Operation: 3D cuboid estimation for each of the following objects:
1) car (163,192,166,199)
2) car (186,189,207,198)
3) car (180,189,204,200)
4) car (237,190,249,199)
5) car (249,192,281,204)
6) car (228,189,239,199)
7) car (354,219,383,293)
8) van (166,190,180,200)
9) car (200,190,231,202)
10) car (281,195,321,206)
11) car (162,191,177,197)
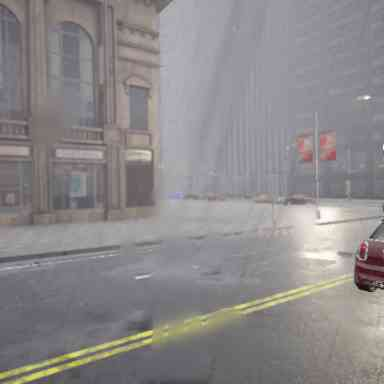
[{"bbox_3d":[-5.992,0.730,68.725,2.008,1.369,4.403,-1,1,-36],"label":"car"},{"bbox_3d":[0.919,0.299,73.708,2.192,1.841,5.009,-1,1,-36],"label":"car"},{"bbox_3d":[0.594,0.599,59.602,2.192,1.841,5.009,-1,1,-36],"label":"car"},{"bbox_3d":[10.801,0.705,60.034,1.947,1.339,4.313,-1,1,-36],"label":"car"},{"bbox_3d":[10.575,0.955,45.788,1.752,1.417,4.829,-1,1,-36],"label":"car"},{"bbox_3d":[7.506,0.404,64.590,2.192,1.841,5.009,-1,1,-36],"label":"car"},{"bbox_3d":[5.633,1.254,7.453,4.553,1.767,2.097,-1,0,-37],"label":"car"},{"bbox_3d":[-2.699,0.574,64.162,1.690,1.788,3.998,-1,1,-36],"label":"van"},{"bbox_3d":[3.889,0.878,55.045,1.887,1.381,4.507,-1,1,-36],"label":"car"},{"bbox_3d":[13.770,1.018,41.366,1.887,1.381,4.507,-1,1,-36],"label":"car"},{"bbox_3d":[-5.666,0.455,82.831,1.802,1.307,4.206,-1,1,-36],"label":"car"}]
